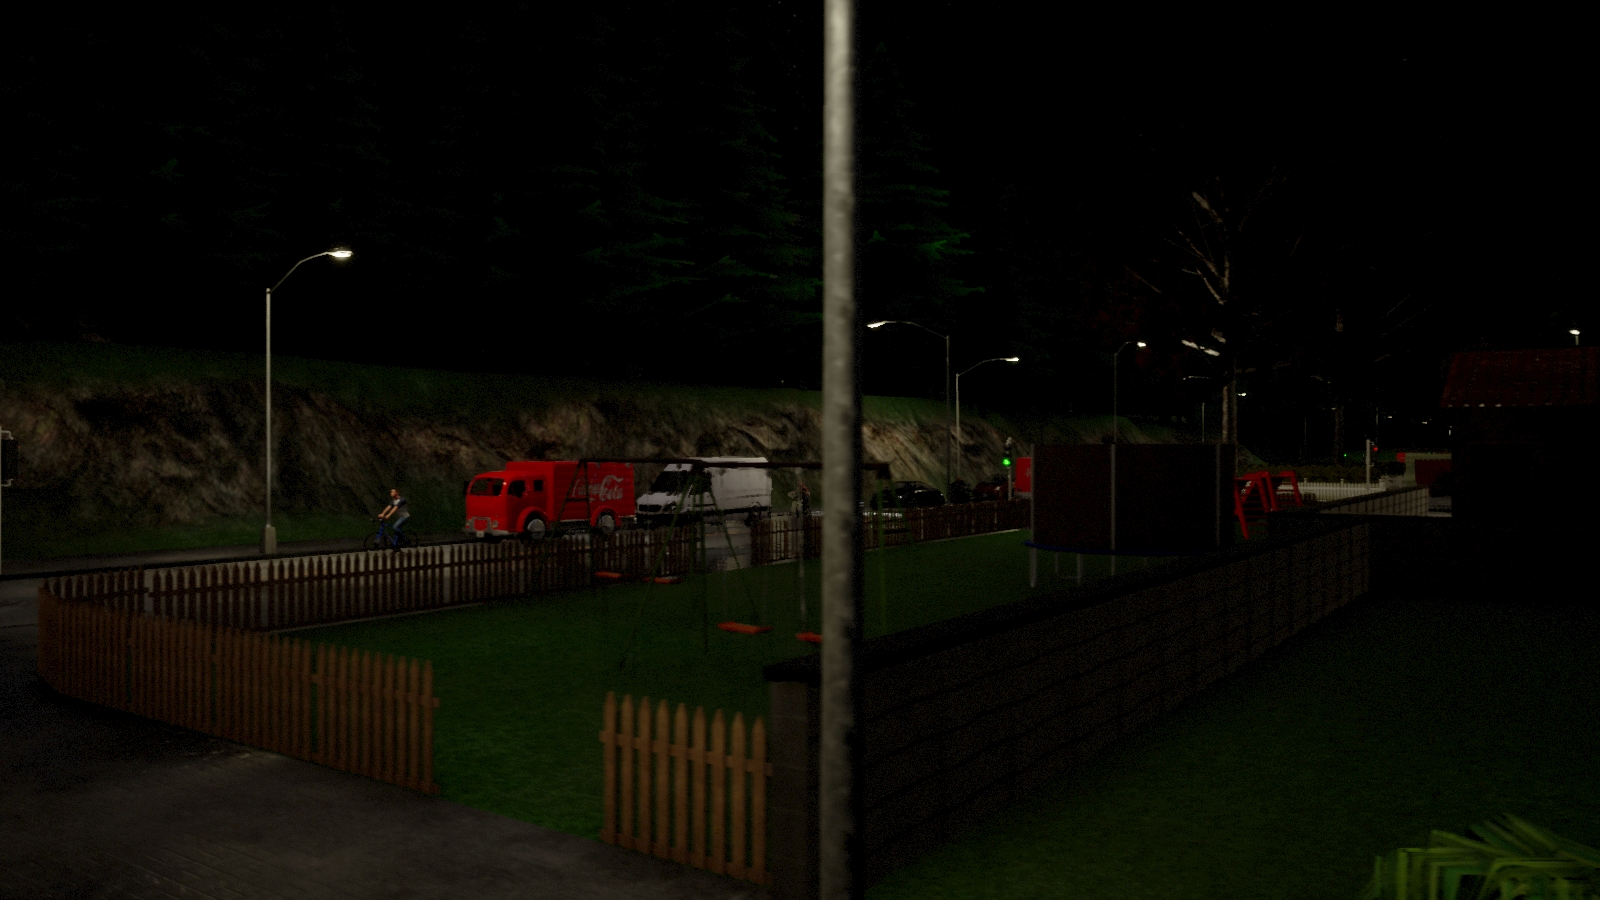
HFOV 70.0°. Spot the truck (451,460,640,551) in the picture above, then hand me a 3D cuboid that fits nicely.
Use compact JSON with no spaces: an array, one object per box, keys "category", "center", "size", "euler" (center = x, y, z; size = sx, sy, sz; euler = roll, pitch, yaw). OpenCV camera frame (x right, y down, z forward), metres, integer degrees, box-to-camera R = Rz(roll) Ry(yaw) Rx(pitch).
[{"category":"truck","center":[-7.608,1.570,34.654],"size":[2.627,2.467,5.204],"euler":[0,0,35]}]

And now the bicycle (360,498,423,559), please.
[{"category":"bicycle","center":[-10.770,2.058,30.141],"size":[0.373,1.496,1.643],"euler":[0,0,35]}]

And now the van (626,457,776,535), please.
[{"category":"van","center":[-3.413,1.536,40.632],"size":[1.988,2.561,5.915],"euler":[0,0,35]}]

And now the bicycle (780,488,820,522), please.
[{"category":"bicycle","center":[0.008,2.159,45.329],"size":[0.859,1.276,1.487],"euler":[0,0,36]}]
